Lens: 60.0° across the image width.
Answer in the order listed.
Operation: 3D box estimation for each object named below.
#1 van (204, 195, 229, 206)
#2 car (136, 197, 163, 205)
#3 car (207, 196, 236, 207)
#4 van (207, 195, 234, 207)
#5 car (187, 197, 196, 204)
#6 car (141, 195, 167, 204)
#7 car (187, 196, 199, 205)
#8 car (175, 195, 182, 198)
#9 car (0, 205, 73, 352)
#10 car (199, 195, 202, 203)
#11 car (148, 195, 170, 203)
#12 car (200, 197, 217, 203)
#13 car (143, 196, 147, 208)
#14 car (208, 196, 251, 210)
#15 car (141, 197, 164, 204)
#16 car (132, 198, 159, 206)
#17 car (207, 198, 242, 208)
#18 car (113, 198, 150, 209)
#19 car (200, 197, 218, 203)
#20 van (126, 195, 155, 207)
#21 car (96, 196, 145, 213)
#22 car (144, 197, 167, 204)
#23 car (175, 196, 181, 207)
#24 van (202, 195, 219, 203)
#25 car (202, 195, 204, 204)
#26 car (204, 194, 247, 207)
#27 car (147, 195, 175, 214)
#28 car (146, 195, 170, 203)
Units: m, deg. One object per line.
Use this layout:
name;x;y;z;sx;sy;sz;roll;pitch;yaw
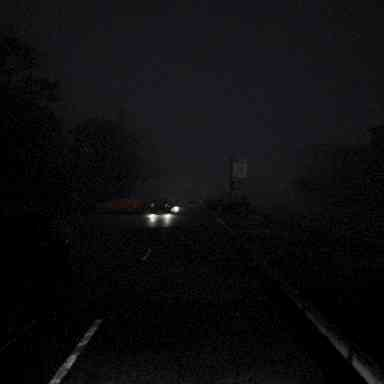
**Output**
van;4.608;1.543;62.980;4.442;1.987;1.878;0;-1;0
car;-8.355;1.800;65.638;5.008;1.535;2.097;0;-1;0
car;4.769;1.549;54.569;4.553;1.767;2.185;0;-1;0
van;4.850;1.480;57.374;4.442;1.987;1.878;0;-1;0
car;-0.049;1.964;76.956;2.033;1.411;5.357;0;-1;0
car;-8.350;1.645;73.994;5.566;2.045;2.435;0;-1;0
car;-0.028;1.934;66.959;1.895;1.301;4.718;0;-1;0
car;-3.287;1.497;71.131;1.837;1.490;4.892;0;-1;0
car;-3.308;1.230;4.015;2.150;2.045;5.566;0;0;0
car;4.685;1.580;68.587;5.566;2.045;2.435;0;-1;0
car;-8.372;1.793;85.010;5.566;2.045;2.435;0;-1;0
car;4.690;2.199;93.808;4.792;1.488;2.163;0;-1;0
car;-8.340;1.577;43.360;5.008;1.535;2.097;0;0;0
car;4.751;1.561;40.557;4.892;1.521;2.231;0;0;0
car;-8.401;1.892;71.207;4.792;1.488;2.163;0;-1;0
car;-8.348;1.777;60.067;4.674;1.452;2.002;0;-1;0
car;4.737;1.619;48.961;4.892;1.521;2.231;0;-1;0
car;-8.338;1.637;46.147;4.674;1.452;2.002;0;0;0
car;4.695;2.159;91.005;4.792;1.488;2.163;0;-1;0
van;-8.458;1.449;54.498;4.442;1.987;1.878;0;-1;0
car;-8.329;1.547;37.792;5.008;1.535;2.097;0;0;0
car;-8.378;1.931;76.777;5.008;1.535;2.097;0;-1;0
car;-3.306;1.810;55.828;1.895;1.301;4.718;0;-1;1
van;4.789;1.863;88.206;4.442;1.987;1.878;0;-1;0
car;4.712;1.395;51.769;5.566;2.045;2.435;0;-1;0
car;4.716;1.325;43.359;5.566;2.045;2.435;0;0;0
car;-3.344;1.416;36.464;2.097;1.767;4.553;0;0;0
car;-8.366;1.755;82.349;5.566;2.045;2.435;0;-1;0
